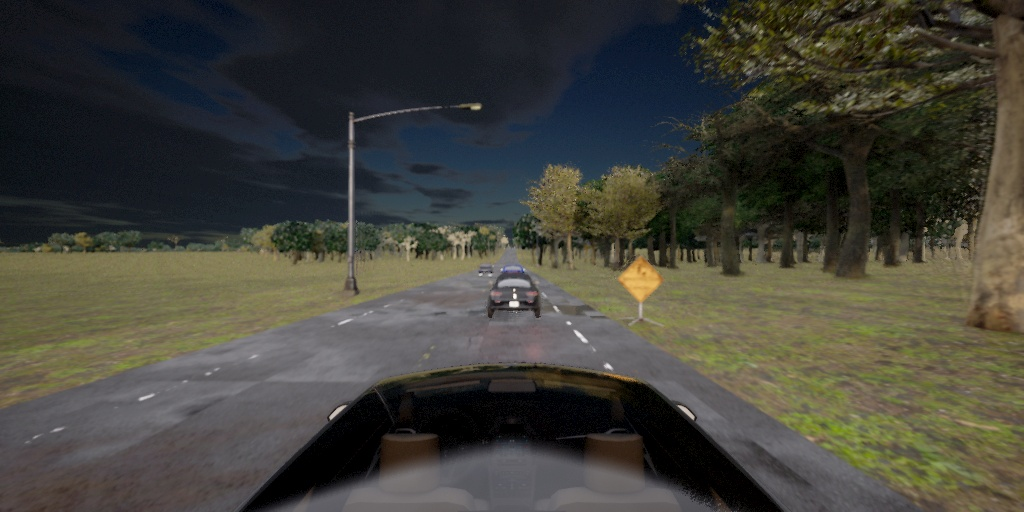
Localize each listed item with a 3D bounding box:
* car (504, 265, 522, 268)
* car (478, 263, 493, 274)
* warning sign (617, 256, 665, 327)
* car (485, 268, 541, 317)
[{"bbox_3d":[0.083,1.444,29.215,1.882,1.535,5.008,0,-1,0],"label":"car"},{"bbox_3d":[-3.565,1.722,49.367,2.033,1.411,5.357,0,-1,0],"label":"car"},{"bbox_3d":[3.552,0.925,9.953,1.300,1.860,1.060,0,0,0],"label":"warning sign"},{"bbox_3d":[0.079,1.363,13.570,1.812,1.442,4.674,0,0,0],"label":"car"}]
